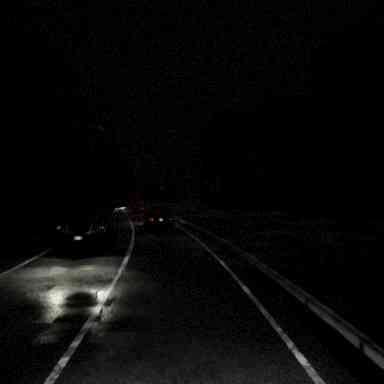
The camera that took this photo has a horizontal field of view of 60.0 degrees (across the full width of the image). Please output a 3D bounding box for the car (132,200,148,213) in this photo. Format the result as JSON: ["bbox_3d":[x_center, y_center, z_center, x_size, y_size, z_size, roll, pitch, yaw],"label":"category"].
[{"bbox_3d":[-6.245,1.772,40.692,1.882,1.535,5.008,1,0,-12],"label":"car"}]

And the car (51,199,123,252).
[{"bbox_3d":[-4.535,1.351,14.937,2.150,2.045,5.566,1,0,-8],"label":"car"}]

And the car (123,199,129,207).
[{"bbox_3d":[-11.969,1.849,57.017,2.033,1.411,5.357,0,0,-2],"label":"car"}]

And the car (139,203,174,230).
[{"bbox_3d":[-2.373,1.773,22.897,2.033,1.411,5.357,1,-1,-11],"label":"car"}]
